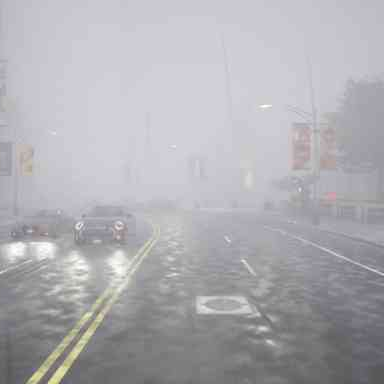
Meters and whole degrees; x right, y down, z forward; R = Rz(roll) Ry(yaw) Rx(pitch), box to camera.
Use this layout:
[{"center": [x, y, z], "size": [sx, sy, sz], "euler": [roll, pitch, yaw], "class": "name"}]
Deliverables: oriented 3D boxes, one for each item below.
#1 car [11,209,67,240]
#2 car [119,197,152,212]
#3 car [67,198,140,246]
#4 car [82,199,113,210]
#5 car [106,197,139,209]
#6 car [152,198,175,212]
[{"center": [-7.371, 1.564, 16.909], "size": [1.994, 1.385, 4.181], "euler": [0, 0, -3], "class": "car"}, {"center": [-6.616, 1.526, 37.191], "size": [1.812, 1.442, 4.674], "euler": [0, 0, -32], "class": "car"}, {"center": [-3.825, 1.353, 15.272], "size": [2.097, 1.767, 4.553], "euler": [0, 0, -3], "class": "car"}, {"center": [-12.773, 1.601, 44.732], "size": [4.718, 1.301, 1.895], "euler": [0, 0, 44], "class": "car"}, {"center": [-9.807, 1.491, 46.661], "size": [2.128, 1.511, 4.902], "euler": [0, 0, -45], "class": "car"}, {"center": [-3.717, 1.505, 38.958], "size": [1.837, 1.490, 4.892], "euler": [0, 0, -31], "class": "car"}]
